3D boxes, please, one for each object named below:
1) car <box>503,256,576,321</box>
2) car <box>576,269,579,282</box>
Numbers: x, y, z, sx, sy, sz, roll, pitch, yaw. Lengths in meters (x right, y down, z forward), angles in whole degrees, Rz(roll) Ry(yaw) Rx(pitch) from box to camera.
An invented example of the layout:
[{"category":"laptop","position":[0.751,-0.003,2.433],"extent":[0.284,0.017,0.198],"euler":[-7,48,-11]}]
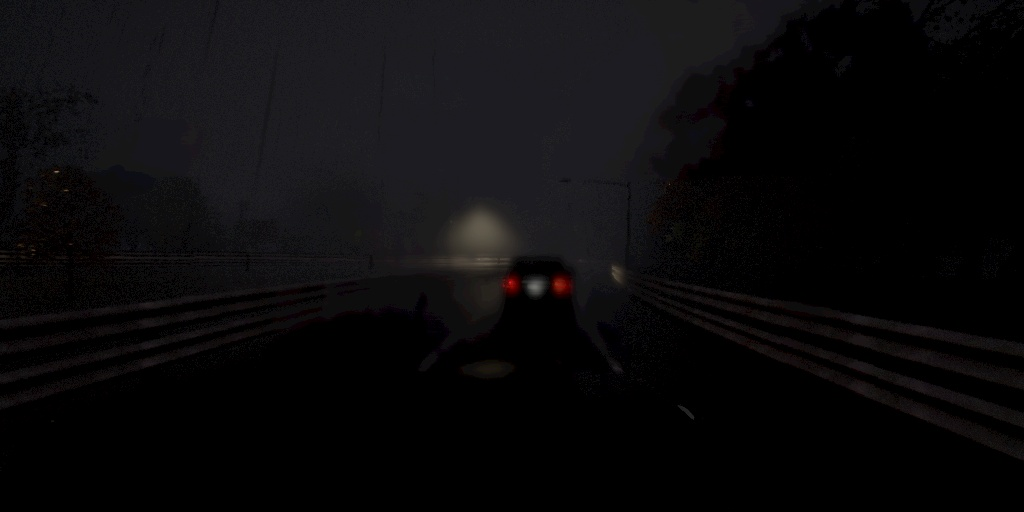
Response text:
[{"category":"car","position":[1.065,1.027,13.057],"extent":[2.150,2.045,5.566],"euler":[0,0,8]},{"category":"car","position":[4.208,1.390,28.636],"extent":[2.128,1.511,4.902],"euler":[0,0,14]}]
